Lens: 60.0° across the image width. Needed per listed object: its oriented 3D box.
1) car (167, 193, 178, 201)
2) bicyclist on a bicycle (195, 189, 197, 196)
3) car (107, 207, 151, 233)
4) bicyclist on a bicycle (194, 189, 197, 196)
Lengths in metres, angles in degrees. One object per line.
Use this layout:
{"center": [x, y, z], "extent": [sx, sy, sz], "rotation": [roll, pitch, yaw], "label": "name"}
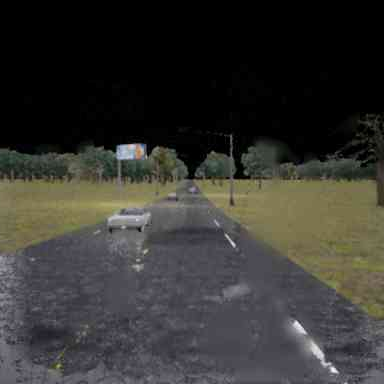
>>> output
{"center": [-3.538, 0.846, 60.630], "extent": [1.882, 1.535, 5.008], "rotation": [0, 1, 1], "label": "car"}
{"center": [0.956, 0.353, 76.909], "extent": [0.659, 1.776, 1.843], "rotation": [0, 2, 0], "label": "bicyclist on a bicycle"}
{"center": [-3.600, 1.562, 19.717], "extent": [1.895, 1.301, 4.718], "rotation": [0, 0, 0], "label": "car"}
{"center": [0.956, 0.125, 85.898], "extent": [0.659, 1.776, 1.843], "rotation": [0, 2, 0], "label": "bicyclist on a bicycle"}
